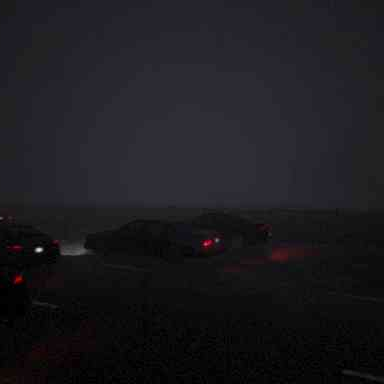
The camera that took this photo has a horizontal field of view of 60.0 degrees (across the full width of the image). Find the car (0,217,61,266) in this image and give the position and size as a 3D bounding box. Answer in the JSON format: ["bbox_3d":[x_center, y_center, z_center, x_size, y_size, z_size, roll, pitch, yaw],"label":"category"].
[{"bbox_3d":[-6.213,1.672,10.603,4.181,1.385,1.994,0,-1,28],"label":"car"}]

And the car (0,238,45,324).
[{"bbox_3d":[-4.954,1.630,5.983,4.181,1.385,1.994,0,-1,28],"label":"car"}]

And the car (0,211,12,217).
[{"bbox_3d":[-14.713,1.786,22.997,5.357,1.411,2.033,0,-1,28],"label":"car"}]

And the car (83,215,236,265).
[{"bbox_3d":[-1.390,1.650,12.020,5.357,1.411,2.033,0,-1,28],"label":"car"}]

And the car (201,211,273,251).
[{"bbox_3d":[1.007,1.594,14.711,5.008,1.535,1.882,-1,-1,28],"label":"car"}]

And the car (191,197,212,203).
[{"bbox_3d":[2.198,1.814,75.162,4.605,1.855,1.932,0,-1,28],"label":"car"}]
